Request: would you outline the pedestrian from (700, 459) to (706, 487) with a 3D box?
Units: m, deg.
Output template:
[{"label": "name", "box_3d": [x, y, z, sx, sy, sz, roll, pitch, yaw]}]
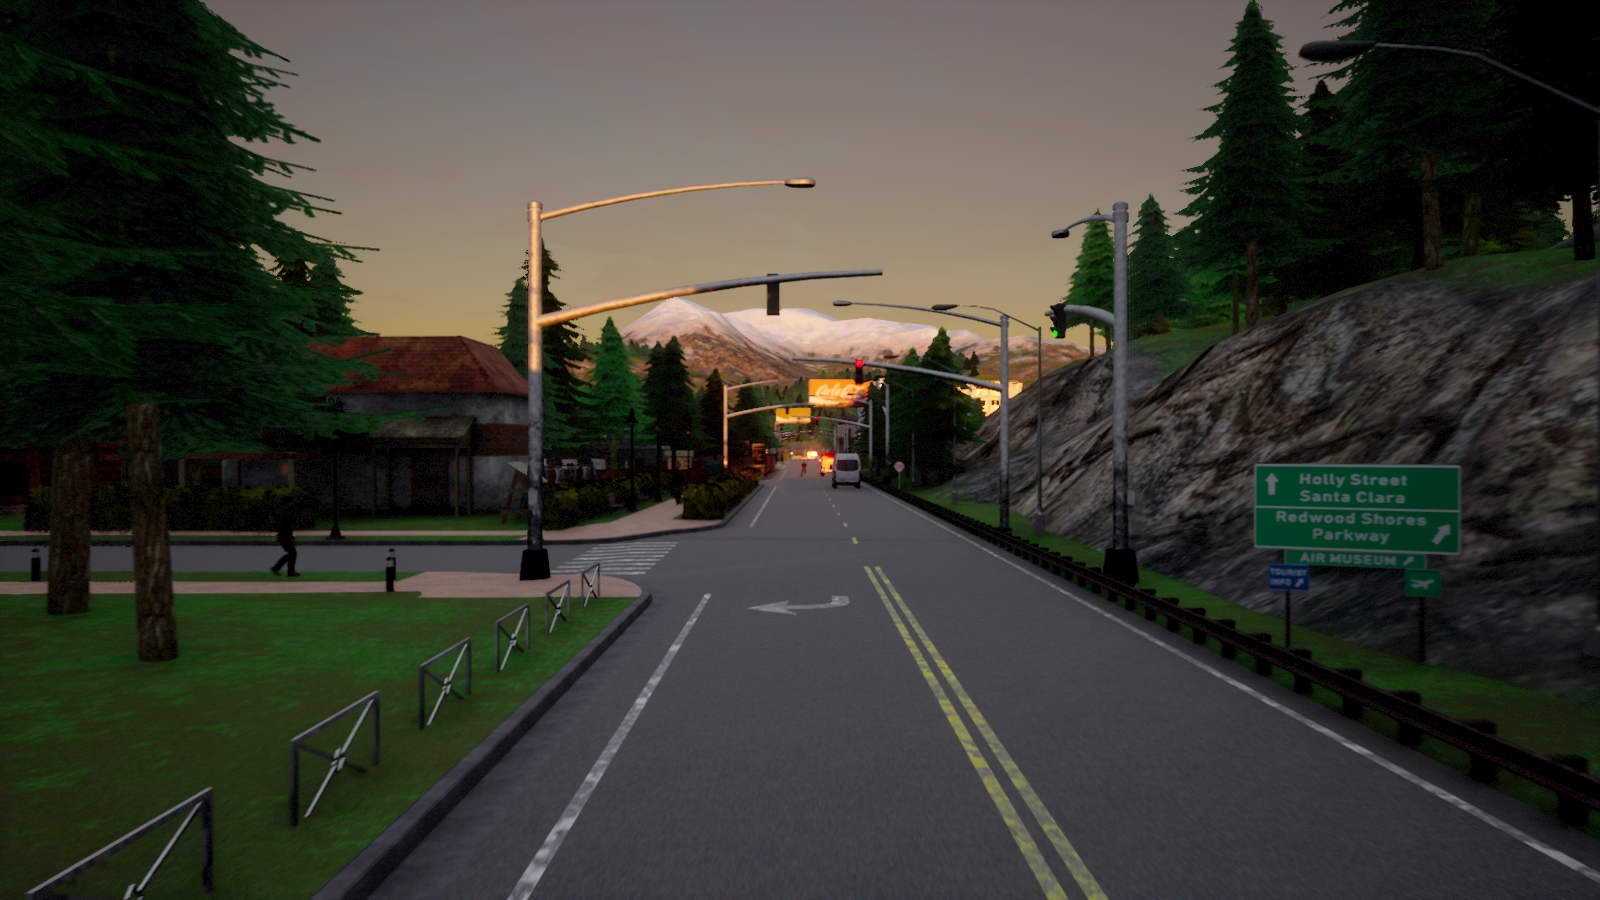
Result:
[{"label": "pedestrian", "box_3d": [-6.372, 1.502, 75.354, 0.375, 1.860, 0.375, 0, 0, 0]}]

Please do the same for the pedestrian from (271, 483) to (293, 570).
[{"label": "pedestrian", "box_3d": [-11.365, 1.668, 25.064, 0.375, 1.860, 0.375, 0, 0, -16]}]

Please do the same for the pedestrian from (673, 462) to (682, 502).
[{"label": "pedestrian", "box_3d": [-5.757, 1.502, 53.765, 0.375, 1.860, 0.375, 0, 0, 1]}]
